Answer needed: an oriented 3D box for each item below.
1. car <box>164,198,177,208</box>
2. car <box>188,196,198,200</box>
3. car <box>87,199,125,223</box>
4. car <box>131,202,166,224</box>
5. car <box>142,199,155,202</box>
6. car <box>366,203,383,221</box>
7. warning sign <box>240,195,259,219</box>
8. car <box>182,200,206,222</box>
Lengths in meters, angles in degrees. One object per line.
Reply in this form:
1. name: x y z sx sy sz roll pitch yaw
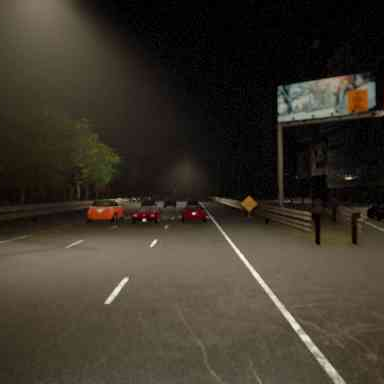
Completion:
1. car: -3.400 1.703 52.099 1.812 1.442 4.674 0 0 0
2. car: 0.111 1.671 52.617 2.128 1.511 4.902 0 0 1
3. car: -6.857 1.456 26.919 2.097 1.767 4.553 0 0 0
4. car: -3.357 1.701 25.660 1.895 1.301 4.718 0 0 0
5. car: -6.892 1.744 52.666 1.994 1.385 4.181 0 0 1
6. car: 15.340 1.552 26.536 1.994 1.385 4.181 0 0 16
7. warning sign: 4.582 1.218 26.657 1.300 1.860 1.060 -1 -1 0
8. car: 0.146 1.670 27.937 1.994 1.385 4.181 0 0 0
